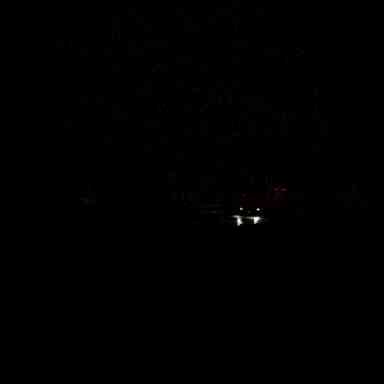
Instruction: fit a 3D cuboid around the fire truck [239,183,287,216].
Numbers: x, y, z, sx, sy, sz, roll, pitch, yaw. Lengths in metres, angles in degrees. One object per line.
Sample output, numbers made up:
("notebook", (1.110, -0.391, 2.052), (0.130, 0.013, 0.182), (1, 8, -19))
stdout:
("fire truck", (9.028, 0.876, 41.518), (2.891, 3.827, 8.468), (1, 0, 35))
